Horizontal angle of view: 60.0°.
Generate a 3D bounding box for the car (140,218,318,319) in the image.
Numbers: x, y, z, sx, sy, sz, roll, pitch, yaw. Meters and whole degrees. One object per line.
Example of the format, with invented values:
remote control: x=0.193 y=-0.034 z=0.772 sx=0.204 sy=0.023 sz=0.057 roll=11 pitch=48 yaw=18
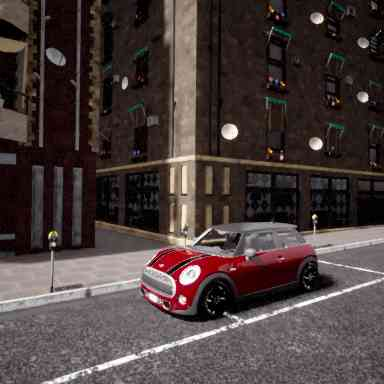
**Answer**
car: x=0.907 y=1.442 z=7.335 sx=4.097 sy=1.590 sz=1.967 roll=0 pitch=1 yaw=-35
